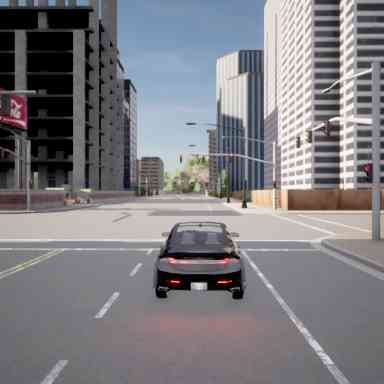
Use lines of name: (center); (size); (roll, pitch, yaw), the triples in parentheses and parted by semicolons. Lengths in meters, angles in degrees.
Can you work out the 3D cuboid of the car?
car: (0.207, 1.492, 8.440); (2.128, 1.511, 4.902); (0, 0, 2)
